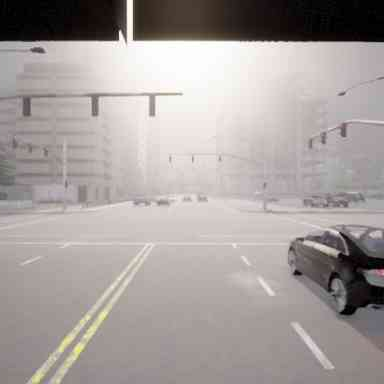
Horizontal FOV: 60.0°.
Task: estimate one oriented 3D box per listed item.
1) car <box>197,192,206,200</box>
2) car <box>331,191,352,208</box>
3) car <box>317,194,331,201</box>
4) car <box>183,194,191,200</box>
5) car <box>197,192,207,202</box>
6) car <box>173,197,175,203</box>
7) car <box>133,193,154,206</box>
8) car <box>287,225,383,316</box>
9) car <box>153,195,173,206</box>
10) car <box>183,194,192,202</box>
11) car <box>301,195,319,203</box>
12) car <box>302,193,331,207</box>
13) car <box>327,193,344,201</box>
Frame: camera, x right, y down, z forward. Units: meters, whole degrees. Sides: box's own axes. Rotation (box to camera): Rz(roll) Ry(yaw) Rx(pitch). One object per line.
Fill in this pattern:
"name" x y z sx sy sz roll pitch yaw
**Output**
"car" 2.337 0.972 84.029 2.150 2.045 5.566 0 0 0
"car" 19.536 1.113 45.282 1.905 1.878 3.866 0 0 0
"car" 30.805 1.290 77.885 1.784 1.438 3.905 0 0 0
"car" -1.162 1.224 83.976 1.882 1.535 5.008 0 0 0
"car" 2.402 1.405 74.225 1.882 1.535 5.008 0 0 0
"car" -4.560 1.476 68.451 2.033 1.411 5.357 0 0 0
"car" -8.019 1.171 53.611 2.150 2.045 5.566 0 0 0
"car" 3.577 1.484 7.489 2.128 1.511 4.902 0 0 0
"car" -4.524 1.551 52.836 1.895 1.301 4.718 0 0 0
"car" -1.103 1.522 74.906 1.895 1.301 4.718 0 0 0
"car" 22.188 1.336 62.758 1.970 1.475 3.806 0 0 0
"car" 16.641 1.111 45.328 1.932 1.855 4.605 0 0 0
"car" 33.488 1.080 77.943 1.932 1.855 4.605 0 0 0
